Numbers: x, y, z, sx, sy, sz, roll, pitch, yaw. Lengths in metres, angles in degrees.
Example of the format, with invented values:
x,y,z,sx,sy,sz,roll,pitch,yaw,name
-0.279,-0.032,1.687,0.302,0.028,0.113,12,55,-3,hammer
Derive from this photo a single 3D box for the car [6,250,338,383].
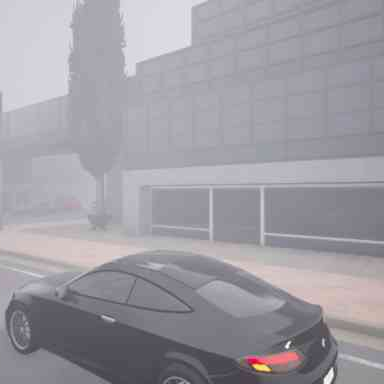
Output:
x,y,z,sx,sy,sz,roll,pitch,yaw,name
-0.606,1.531,4.419,4.674,1.442,1.812,0,0,36,car

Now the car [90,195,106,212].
x,y,z,sx,sy,sz,roll,pitch,yaw,name
-9.874,1.275,41.051,2.150,2.045,5.566,0,0,35,car

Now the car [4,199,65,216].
x,y,z,sx,sy,sz,roll,pitch,yaw,name
-15.579,1.654,33.120,1.895,1.301,4.718,0,0,36,car

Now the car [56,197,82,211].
x,y,z,sx,sy,sz,roll,pitch,yaw,name
-15.441,1.411,39.304,2.097,1.767,4.553,0,0,36,car
